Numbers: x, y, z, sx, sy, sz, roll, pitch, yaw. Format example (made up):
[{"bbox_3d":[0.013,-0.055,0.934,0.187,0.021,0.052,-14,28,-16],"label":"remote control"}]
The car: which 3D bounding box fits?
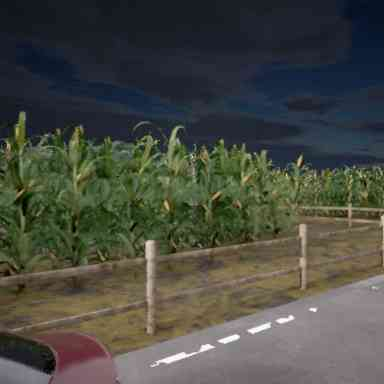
[{"bbox_3d":[-2.494,1.541,1.315,4.674,1.442,1.812,-1,1,-35],"label":"car"}]
